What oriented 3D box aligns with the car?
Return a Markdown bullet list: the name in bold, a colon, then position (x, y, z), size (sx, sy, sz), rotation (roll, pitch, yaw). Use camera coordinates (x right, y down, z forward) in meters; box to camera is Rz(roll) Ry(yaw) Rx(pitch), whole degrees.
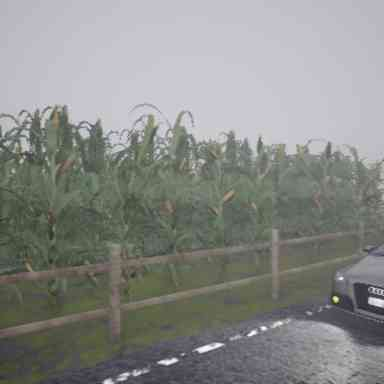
- **car**: position (4.532, 1.574, 6.502), size (4.181, 1.385, 1.994), rotation (0, 0, -38)
